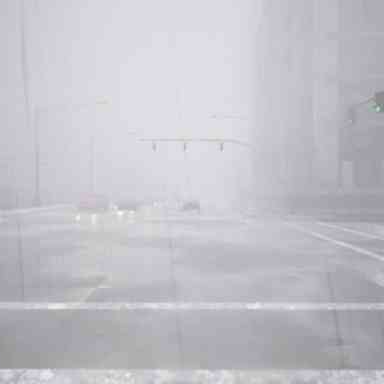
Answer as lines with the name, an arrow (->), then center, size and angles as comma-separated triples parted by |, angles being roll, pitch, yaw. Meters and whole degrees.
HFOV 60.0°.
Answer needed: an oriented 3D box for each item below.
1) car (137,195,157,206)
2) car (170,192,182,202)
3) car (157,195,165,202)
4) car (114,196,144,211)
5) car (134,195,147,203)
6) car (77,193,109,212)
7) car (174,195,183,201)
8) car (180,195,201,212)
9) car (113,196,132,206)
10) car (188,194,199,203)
car -> -7.009, 1.383, 50.292 | 2.033, 1.411, 5.357 | 0, 0, 1
car -> -3.178, 1.008, 66.007 | 2.150, 2.045, 5.566 | 0, 0, 1
car -> -6.654, 1.270, 67.529 | 2.128, 1.511, 4.902 | 0, 0, 1
car -> -7.206, 1.440, 38.390 | 1.994, 1.385, 4.181 | 0, 0, 1
car -> -10.191, 1.301, 66.032 | 1.812, 1.442, 4.674 | 0, 0, 1
car -> -10.735, 1.099, 36.443 | 2.150, 2.045, 5.566 | 0, 1, 1
car -> -3.006, 1.263, 76.651 | 1.895, 1.301, 4.718 | 0, 0, 1
car -> -0.040, 1.405, 37.305 | 1.812, 1.442, 4.674 | 0, 0, 1
car -> -10.501, 1.400, 50.632 | 1.994, 1.385, 4.181 | 0, 0, 1
car -> 0.331, 1.278, 66.423 | 2.128, 1.511, 4.902 | 0, 0, 1
